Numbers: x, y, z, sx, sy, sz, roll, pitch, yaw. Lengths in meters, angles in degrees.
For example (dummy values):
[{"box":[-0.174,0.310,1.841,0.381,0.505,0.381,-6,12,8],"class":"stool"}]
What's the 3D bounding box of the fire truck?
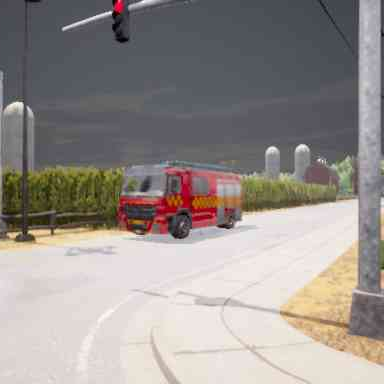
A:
[{"box":[-0.151,0.356,18.733,2.891,3.827,8.468,0,0,33],"class":"fire truck"}]
